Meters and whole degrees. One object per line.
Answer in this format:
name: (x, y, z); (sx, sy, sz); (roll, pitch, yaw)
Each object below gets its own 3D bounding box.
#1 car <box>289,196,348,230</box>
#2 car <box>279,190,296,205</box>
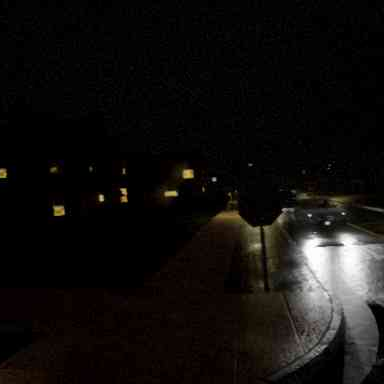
car: (6.402, 1.038, 17.038); (1.895, 1.301, 4.718); (-4, 0, 10)
car: (9.120, 0.566, 32.910); (1.882, 1.535, 5.008); (-4, 1, 10)
